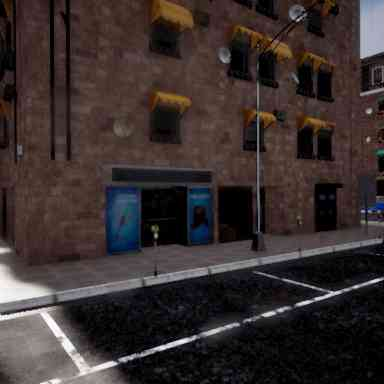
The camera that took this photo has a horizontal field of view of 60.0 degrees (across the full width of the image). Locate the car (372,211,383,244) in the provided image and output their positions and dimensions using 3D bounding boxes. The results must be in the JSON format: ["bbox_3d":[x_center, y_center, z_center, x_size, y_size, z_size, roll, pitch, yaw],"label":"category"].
[{"bbox_3d":[9.316,1.526,13.212,4.829,1.417,1.752,0,0,-35],"label":"car"}]

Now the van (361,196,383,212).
[{"bbox_3d":[17.835,1.288,34.111,1.690,1.788,3.998,0,0,-36],"label":"van"}]
